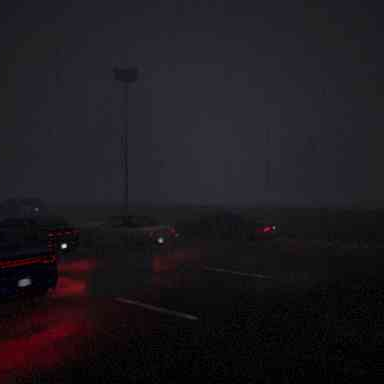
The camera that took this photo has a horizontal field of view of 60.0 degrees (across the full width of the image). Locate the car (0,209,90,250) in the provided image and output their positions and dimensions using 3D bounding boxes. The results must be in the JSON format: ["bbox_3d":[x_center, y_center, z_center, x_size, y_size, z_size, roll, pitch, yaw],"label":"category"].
[{"bbox_3d":[-6.360,1.617,12.826,4.892,1.490,1.837,-1,0,36],"label":"car"}]

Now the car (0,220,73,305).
[{"bbox_3d":[-5.136,1.553,7.648,5.008,1.535,1.882,-1,0,36],"label":"car"}]

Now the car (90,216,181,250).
[{"bbox_3d":[-3.068,1.699,14.777,4.718,1.301,1.895,-1,0,36],"label":"car"}]

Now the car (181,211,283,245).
[{"bbox_3d":[1.506,1.617,15.810,5.357,1.411,2.033,-1,0,36],"label":"car"}]

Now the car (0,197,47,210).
[{"bbox_3d":[-13.996,1.461,26.875,5.566,2.045,2.150,-1,0,36],"label":"car"}]

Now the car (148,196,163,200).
[{"bbox_3d":[-9.652,1.746,90.153,4.605,1.855,1.932,-1,0,35],"label":"car"}]
